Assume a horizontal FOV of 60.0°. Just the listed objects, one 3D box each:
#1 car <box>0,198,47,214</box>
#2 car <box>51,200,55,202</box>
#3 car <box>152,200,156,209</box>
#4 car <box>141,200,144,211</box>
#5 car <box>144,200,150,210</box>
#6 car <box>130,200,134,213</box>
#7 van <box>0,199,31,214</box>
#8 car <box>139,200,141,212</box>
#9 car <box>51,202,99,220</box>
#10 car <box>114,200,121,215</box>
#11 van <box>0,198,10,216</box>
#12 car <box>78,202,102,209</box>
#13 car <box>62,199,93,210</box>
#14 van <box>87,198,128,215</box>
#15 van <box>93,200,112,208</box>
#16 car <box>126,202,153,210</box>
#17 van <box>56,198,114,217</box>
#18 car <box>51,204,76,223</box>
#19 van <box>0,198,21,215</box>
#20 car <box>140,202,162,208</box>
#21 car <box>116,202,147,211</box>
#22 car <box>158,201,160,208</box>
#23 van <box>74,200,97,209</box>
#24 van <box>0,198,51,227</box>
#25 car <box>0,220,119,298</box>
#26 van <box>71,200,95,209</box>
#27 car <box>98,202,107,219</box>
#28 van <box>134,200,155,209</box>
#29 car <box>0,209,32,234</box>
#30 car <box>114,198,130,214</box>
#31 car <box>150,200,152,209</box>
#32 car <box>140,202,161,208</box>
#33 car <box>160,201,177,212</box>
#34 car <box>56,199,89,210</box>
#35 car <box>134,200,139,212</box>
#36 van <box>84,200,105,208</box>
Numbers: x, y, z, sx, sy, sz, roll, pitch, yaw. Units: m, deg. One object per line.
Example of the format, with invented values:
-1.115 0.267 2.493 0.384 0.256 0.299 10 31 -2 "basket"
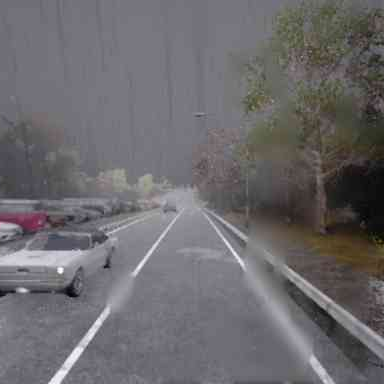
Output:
-23.357 1.903 45.849 5.566 2.045 2.435 0 -2 0 "car"
-23.378 2.237 48.736 5.008 1.535 2.097 0 -2 0 "car"
-10.110 2.630 62.476 5.366 1.575 1.946 0 -2 0 "car"
-10.271 2.188 51.380 4.553 1.767 2.185 0 -2 0 "car"
-10.115 2.390 54.152 5.366 1.575 1.946 0 -2 0 "car"
-10.310 2.114 43.050 4.674 1.452 2.002 0 -2 0 "car"
-23.504 1.848 43.079 4.442 1.987 1.878 0 -2 0 "van"
-10.273 2.108 48.605 4.553 1.767 2.185 0 -2 0 "car"
-10.288 1.788 26.416 4.792 1.488 2.163 0 -1 0 "car"
-10.342 1.893 34.751 4.792 1.488 2.163 0 -1 0 "car"
-23.274 1.689 37.533 4.442 1.987 1.878 0 -1 0 "van"
-23.372 3.034 76.426 5.008 1.535 2.097 0 -2 0 "car"
-23.344 2.544 68.127 5.566 2.045 2.435 0 -2 0 "car"
-10.193 1.768 40.283 4.442 1.987 1.878 0 -2 0 "van"
-23.477 3.162 87.377 4.442 1.987 1.878 0 -2 0 "van"
-10.265 2.742 65.251 4.792 1.488 2.163 0 -2 0 "car"
-10.198 1.603 31.972 4.442 1.987 1.878 0 -1 0 "van"
-10.327 1.687 20.866 5.008 1.535 2.097 0 -1 0 "car"
-23.506 1.772 40.435 4.442 1.987 1.878 0 -2 0 "van"
-10.467 3.290 84.668 5.366 1.575 1.946 0 -2 0 "car"
-10.293 2.474 56.927 4.892 1.521 2.231 0 -2 0 "car"
-10.316 3.062 76.351 4.792 1.488 2.163 0 -2 0 "car"
-23.485 2.729 73.664 4.442 1.987 1.878 0 -2 0 "van"
-10.440 1.426 18.092 4.442 1.987 1.878 0 -1 0 "van"
-3.349 1.659 8.782 1.895 1.301 4.718 0 0 0 "car"
-23.253 2.649 70.895 4.442 1.987 1.878 0 -2 0 "van"
-10.319 1.833 29.193 4.674 1.452 2.002 0 -1 0 "car"
-10.405 2.727 73.583 4.442 1.987 1.878 0 -2 0 "van"
-10.327 1.657 15.313 4.674 1.452 2.002 0 -1 0 "car"
-10.339 1.663 37.508 5.566 2.045 2.435 0 -2 0 "car"
-10.304 2.554 59.702 4.892 1.521 2.231 0 -2 0 "car"
-10.277 3.202 81.902 4.892 1.521 2.231 0 -2 0 "car"
-3.337 2.381 49.988 1.895 1.301 4.718 0 -1 0 "car"
-23.345 2.464 65.358 5.566 2.045 2.435 0 -2 0 "car"
-10.300 2.153 45.826 5.008 1.535 2.097 0 -2 0 "car"
-23.257 2.892 79.218 4.442 1.987 1.878 0 -2 0 "van"
